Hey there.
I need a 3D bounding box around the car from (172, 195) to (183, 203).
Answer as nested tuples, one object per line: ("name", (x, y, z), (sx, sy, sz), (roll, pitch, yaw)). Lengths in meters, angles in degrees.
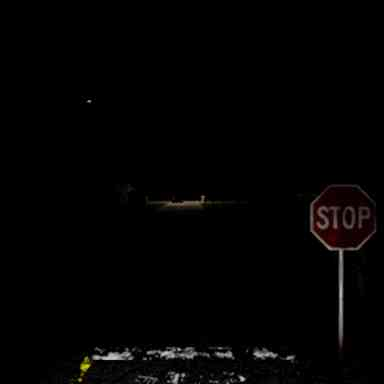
("car", (-2.900, 1.394, 67.145), (2.097, 1.767, 4.553), (0, 0, 0))
